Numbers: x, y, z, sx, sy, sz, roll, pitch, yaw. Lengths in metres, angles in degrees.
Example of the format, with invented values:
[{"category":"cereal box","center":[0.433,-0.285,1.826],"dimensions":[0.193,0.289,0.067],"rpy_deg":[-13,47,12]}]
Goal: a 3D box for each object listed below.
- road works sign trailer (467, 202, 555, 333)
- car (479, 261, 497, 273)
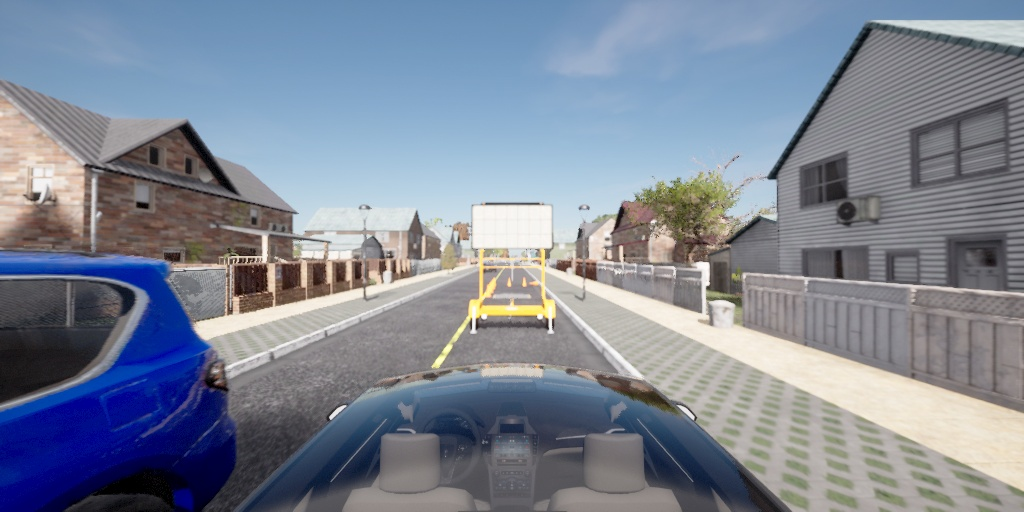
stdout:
[{"category":"road works sign trailer","center":[0.009,0.206,10.688],"dimensions":[2.380,3.560,2.880],"rpy_deg":[0,0,0]},{"category":"car","center":[-2.862,1.326,43.797],"dimensions":[1.994,1.385,4.181],"rpy_deg":[0,0,0]}]
